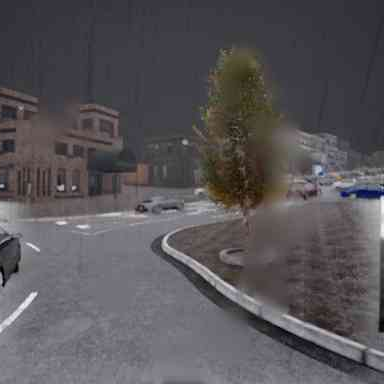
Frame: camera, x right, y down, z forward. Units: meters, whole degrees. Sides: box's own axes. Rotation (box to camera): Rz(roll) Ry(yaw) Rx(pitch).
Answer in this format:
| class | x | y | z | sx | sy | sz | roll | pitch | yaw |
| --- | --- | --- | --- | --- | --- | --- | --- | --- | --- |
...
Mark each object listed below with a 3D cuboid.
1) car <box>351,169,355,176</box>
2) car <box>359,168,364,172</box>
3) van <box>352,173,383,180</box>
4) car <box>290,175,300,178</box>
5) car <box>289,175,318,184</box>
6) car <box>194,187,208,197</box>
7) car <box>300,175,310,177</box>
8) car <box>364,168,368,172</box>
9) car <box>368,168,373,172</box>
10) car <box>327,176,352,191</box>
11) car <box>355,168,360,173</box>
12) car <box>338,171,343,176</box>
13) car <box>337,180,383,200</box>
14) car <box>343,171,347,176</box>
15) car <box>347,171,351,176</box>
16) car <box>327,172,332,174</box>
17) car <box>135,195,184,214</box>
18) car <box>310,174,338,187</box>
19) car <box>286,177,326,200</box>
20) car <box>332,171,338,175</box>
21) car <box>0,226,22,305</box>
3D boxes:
| class | x | y | z | sx | sy | sz | roll | pitch | yaw |
| --- | --- | --- | --- | --- | --- | --- | --- | --- | --- |
| car | 33.903 | -4.005 | 75.459 | 4.553 | 1.767 | 2.185 | -2 | 4 | 22 |
| car | 37.820 | -4.301 | 79.813 | 5.008 | 1.535 | 2.097 | -2 | 3 | 22 |
| van | 18.448 | -0.537 | 32.587 | 4.442 | 1.987 | 1.878 | 0 | 5 | 24 |
| car | 11.414 | -0.819 | 42.506 | 2.097 | 1.767 | 4.553 | 1 | 5 | 45 |
| car | 20.175 | -2.248 | 60.281 | 4.792 | 1.488 | 2.163 | -2 | 3 | 22 |
| car | 2.550 | -0.140 | 40.588 | 4.674 | 1.452 | 2.002 | -2 | 3 | 22 |
| car | 16.409 | -1.820 | 55.865 | 5.366 | 1.575 | 1.946 | -2 | 3 | 22 |
| car | 39.628 | -4.503 | 82.043 | 5.366 | 1.575 | 1.946 | -2 | 3 | 22 |
| car | 41.733 | -4.948 | 84.126 | 5.566 | 2.045 | 2.435 | -2 | 3 | 23 |
| car | 19.245 | -0.822 | 39.999 | 1.812 | 1.442 | 4.674 | -6 | 5 | -42 |
| car | 35.859 | -4.094 | 77.643 | 5.008 | 1.535 | 2.097 | -2 | 4 | 22 |
| car | 27.991 | -3.204 | 68.978 | 5.008 | 1.535 | 2.097 | -2 | 4 | 22 |
| car | 16.282 | -0.075 | 30.488 | 5.008 | 1.535 | 2.097 | 0 | 5 | 24 |
| car | 29.971 | -3.559 | 71.128 | 4.553 | 1.767 | 2.185 | -2 | 4 | 22 |
| car | 31.919 | -3.620 | 73.327 | 4.674 | 1.452 | 2.002 | -2 | 3 | 22 |
| car | 24.067 | -2.739 | 64.637 | 4.892 | 1.521 | 2.231 | -2 | 4 | 22 |
| car | -2.574 | 0.957 | 27.157 | 1.994 | 1.385 | 4.181 | 1 | 4 | 43 |
| car | 20.167 | -1.553 | 50.872 | 1.994 | 1.385 | 4.181 | 1 | 5 | 43 |
| car | 11.378 | -0.231 | 33.800 | 2.097 | 1.767 | 4.553 | 1 | 5 | 42 |
| car | 26.028 | -2.971 | 66.805 | 4.892 | 1.521 | 2.231 | -2 | 4 | 22 |
| car | -4.975 | 1.412 | 7.281 | 2.128 | 1.511 | 4.902 | 0 | 0 | -21 |
